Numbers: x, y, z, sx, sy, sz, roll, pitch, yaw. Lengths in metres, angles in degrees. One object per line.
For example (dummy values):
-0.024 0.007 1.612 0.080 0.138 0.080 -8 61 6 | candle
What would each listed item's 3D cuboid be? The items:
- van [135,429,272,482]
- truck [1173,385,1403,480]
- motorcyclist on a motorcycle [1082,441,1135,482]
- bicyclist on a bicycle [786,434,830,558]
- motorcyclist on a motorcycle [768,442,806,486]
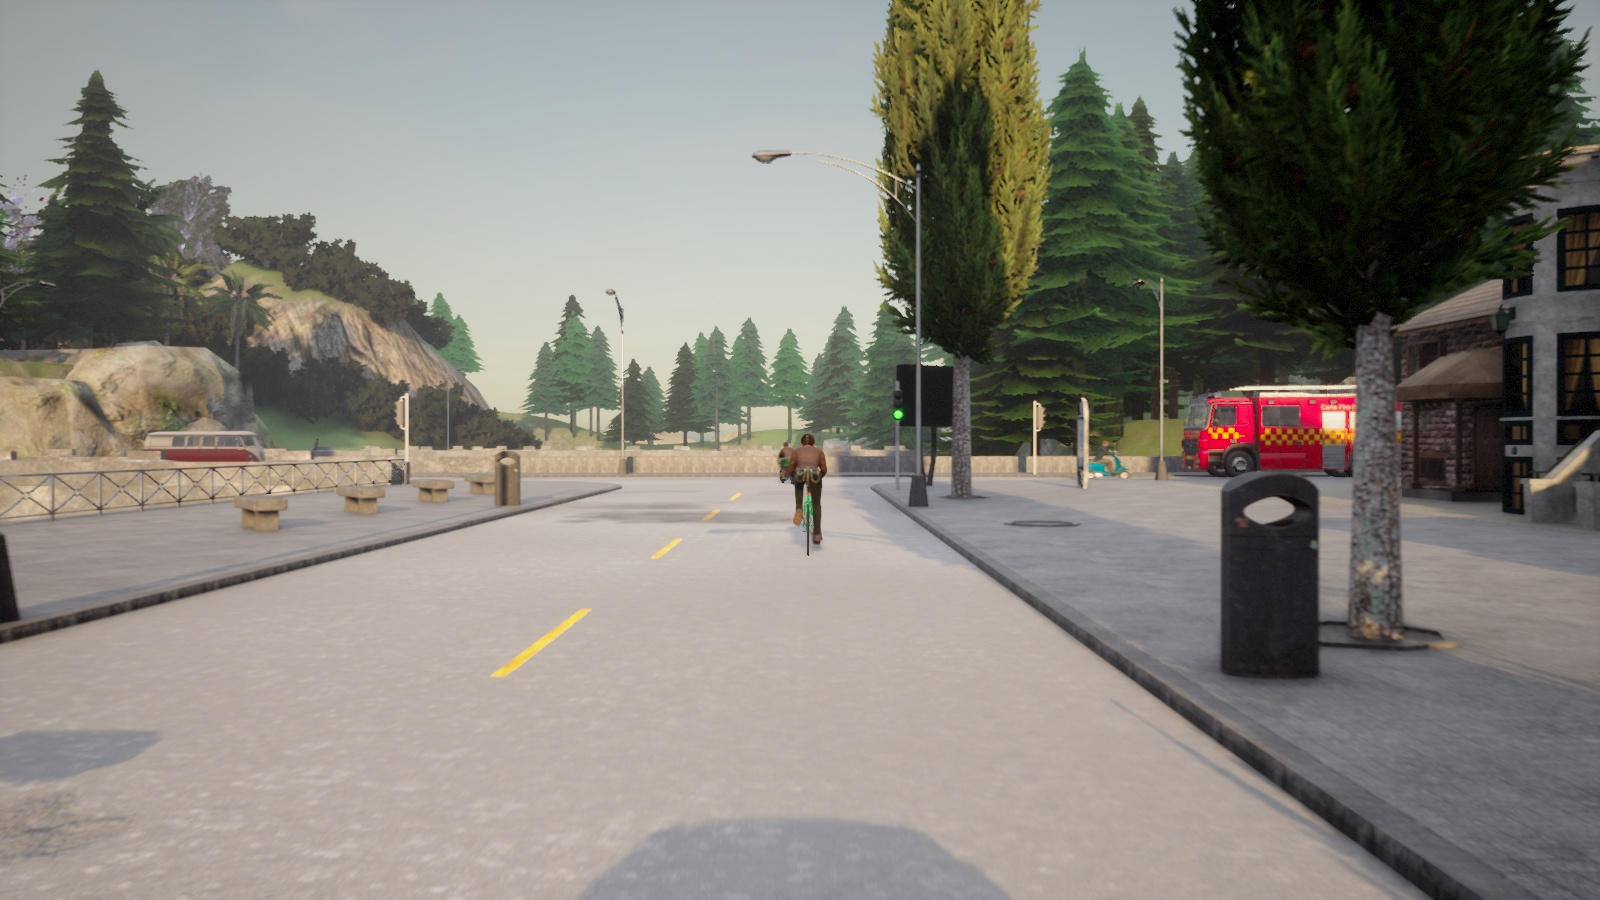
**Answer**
-23.058 0.206 48.653 4.442 1.987 1.775 0 0 0 | van
20.233 -0.699 52.385 8.468 3.827 2.891 0 0 0 | truck
11.892 0.437 48.392 1.817 1.590 0.866 0 0 -1 | motorcyclist on a motorcycle
0.110 0.602 17.231 0.582 1.620 1.656 0 0 0 | bicyclist on a bicycle
-0.478 0.473 45.147 0.797 1.523 2.044 -2 1 -16 | motorcyclist on a motorcycle
